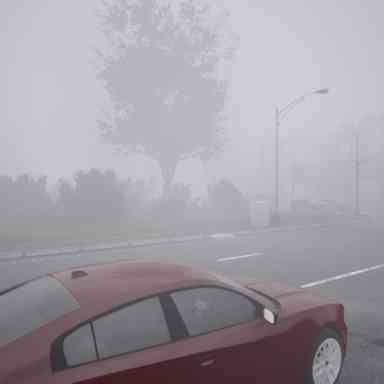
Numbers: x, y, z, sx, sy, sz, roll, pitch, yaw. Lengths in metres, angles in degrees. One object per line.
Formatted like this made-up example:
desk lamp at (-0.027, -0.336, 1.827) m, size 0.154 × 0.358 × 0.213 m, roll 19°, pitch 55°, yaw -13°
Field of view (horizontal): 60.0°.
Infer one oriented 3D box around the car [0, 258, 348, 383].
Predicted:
car at (-0.349, 1.477, 3.495) m, size 5.008 × 1.535 × 1.882 m, roll 0°, pitch 0°, yaw -35°

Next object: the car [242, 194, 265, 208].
car at (7.698, 1.482, 47.982) m, size 1.837 × 1.490 × 4.892 m, roll 0°, pitch 0°, yaw -33°

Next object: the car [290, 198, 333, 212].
car at (13.547, 1.513, 38.735) m, size 1.812 × 1.442 × 4.674 m, roll 0°, pitch 0°, yaw -31°

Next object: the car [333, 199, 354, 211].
car at (16.998, 1.512, 39.819) m, size 1.812 × 1.442 × 4.674 m, roll 0°, pitch 0°, yaw -32°

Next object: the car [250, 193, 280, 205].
car at (10.616, 1.197, 49.923) m, size 2.150 × 2.045 × 5.566 m, roll 0°, pitch 0°, yaw -33°

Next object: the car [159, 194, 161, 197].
car at (-5.329, 0.951, 67.598) m, size 1.882 × 1.535 × 5.008 m, roll 0°, pitch 0°, yaw -36°
